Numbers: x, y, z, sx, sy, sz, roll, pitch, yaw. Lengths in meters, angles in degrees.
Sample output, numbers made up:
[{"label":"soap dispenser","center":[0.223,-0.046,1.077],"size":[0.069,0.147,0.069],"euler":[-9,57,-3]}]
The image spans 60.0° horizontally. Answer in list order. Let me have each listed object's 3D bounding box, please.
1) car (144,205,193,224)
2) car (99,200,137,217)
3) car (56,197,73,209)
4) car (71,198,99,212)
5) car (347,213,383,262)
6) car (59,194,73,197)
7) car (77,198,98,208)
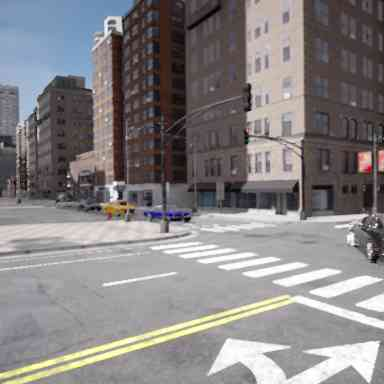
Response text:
[{"label":"car","center":[-1.921,1.709,25.960],"size":[1.895,1.301,4.718],"euler":[-1,0,-35]},{"label":"car","center":[-7.275,1.616,33.564],"size":[1.882,1.535,5.008],"euler":[-1,0,-35]},{"label":"car","center":[-18.699,1.809,49.857],"size":[1.895,1.301,4.718],"euler":[-1,0,-35]},{"label":"car","center":[-12.960,1.720,41.647],"size":[2.033,1.411,5.357],"euler":[-1,0,-35]},{"label":"car","center":[6.975,1.522,11.856],"size":[1.837,1.490,4.892],"euler":[3,1,15]},{"label":"car","center":[-23.995,1.431,62.848],"size":[2.150,2.045,5.566],"euler":[-1,0,-35]},{"label":"car","center":[-16.409,1.723,52.066],"size":[1.994,1.385,4.181],"euler":[-1,0,-34]}]
